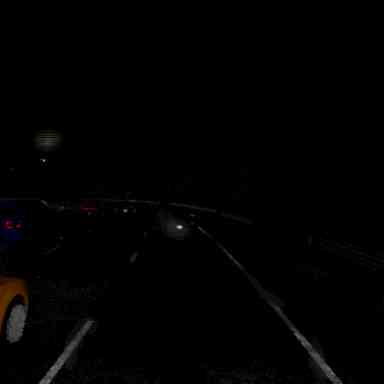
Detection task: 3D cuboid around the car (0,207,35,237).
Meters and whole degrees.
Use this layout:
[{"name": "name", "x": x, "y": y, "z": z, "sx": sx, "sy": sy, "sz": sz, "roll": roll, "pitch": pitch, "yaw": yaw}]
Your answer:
[{"name": "car", "x": -11.522, "y": 1.736, "z": 20.091, "sx": 2.033, "sy": 1.411, "sz": 5.357, "roll": 0, "pitch": 0, "yaw": -7}]

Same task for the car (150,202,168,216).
[{"name": "car", "x": -3.594, "y": 1.806, "z": 36.954, "sx": 1.882, "sy": 1.535, "sz": 5.008, "roll": 0, "pitch": 0, "yaw": -11}]

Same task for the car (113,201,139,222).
[{"name": "car", "x": -5.855, "y": 1.618, "z": 29.618, "sx": 2.097, "sy": 1.767, "sz": 4.553, "roll": 0, "pitch": -1, "yaw": -9}]

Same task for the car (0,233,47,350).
[{"name": "car", "x": -3.487, "y": 1.511, "z": 3.282, "sx": 1.882, "sy": 1.535, "sz": 5.008, "roll": 0, "pitch": 0, "yaw": -1}]

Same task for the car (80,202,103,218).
[{"name": "car", "x": -10.074, "y": 1.797, "z": 33.545, "sx": 2.128, "sy": 1.511, "sz": 4.902, "roll": 0, "pitch": 0, "yaw": -11}]

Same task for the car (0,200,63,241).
[{"name": "car", "x": -7.452, "y": 1.358, "z": 14.471, "sx": 2.150, "sy": 2.045, "sz": 5.566, "roll": 0, "pitch": 0, "yaw": -4}]

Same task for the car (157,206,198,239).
[{"name": "car", "x": -0.822, "y": 1.728, "z": 18.453, "sx": 1.994, "sy": 1.385, "sz": 4.181, "roll": 0, "pitch": 0, "yaw": -6}]
